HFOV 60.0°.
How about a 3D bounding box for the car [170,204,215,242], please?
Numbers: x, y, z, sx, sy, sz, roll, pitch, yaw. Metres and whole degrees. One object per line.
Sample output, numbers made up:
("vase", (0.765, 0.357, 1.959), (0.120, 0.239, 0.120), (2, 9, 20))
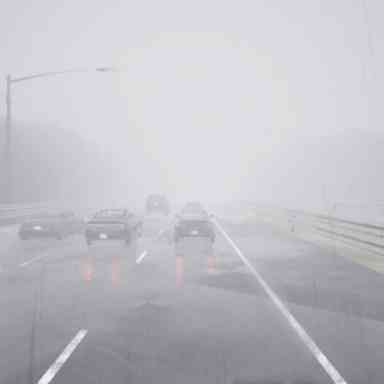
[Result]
("car", (0.103, 1.529, 16.367), (1.812, 1.442, 4.674), (0, 0, 0))

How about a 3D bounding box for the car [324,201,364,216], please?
("car", (15.769, 1.655, 34.843), (1.812, 1.442, 4.674), (0, 0, -16))

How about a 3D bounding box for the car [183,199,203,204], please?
("car", (0.106, 1.502, 34.399), (2.128, 1.511, 4.902), (0, 0, 0))

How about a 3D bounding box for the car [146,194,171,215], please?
("car", (-3.384, 1.232, 33.925), (2.150, 2.045, 5.566), (0, 0, 1))

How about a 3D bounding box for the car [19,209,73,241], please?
("car", (-6.889, 1.559, 16.856), (1.994, 1.385, 4.181), (1, 0, 0))

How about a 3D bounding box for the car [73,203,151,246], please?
("car", (-3.398, 1.495, 15.191), (2.128, 1.511, 4.902), (0, 0, 0))
